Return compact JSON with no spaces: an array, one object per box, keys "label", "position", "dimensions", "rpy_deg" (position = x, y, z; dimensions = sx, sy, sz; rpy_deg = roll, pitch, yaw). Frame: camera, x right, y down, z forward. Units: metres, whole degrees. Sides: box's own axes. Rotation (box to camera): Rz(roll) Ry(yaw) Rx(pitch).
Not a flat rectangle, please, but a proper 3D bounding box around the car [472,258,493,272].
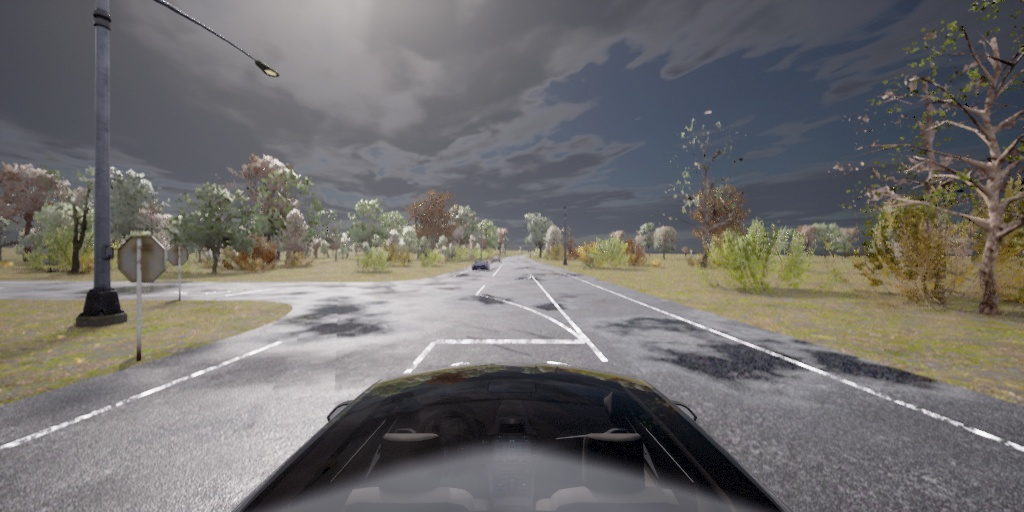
[{"label":"car","position":[-3.484,1.112,40.829],"dimensions":[1.895,1.301,4.718],"rpy_deg":[0,0,0]}]
